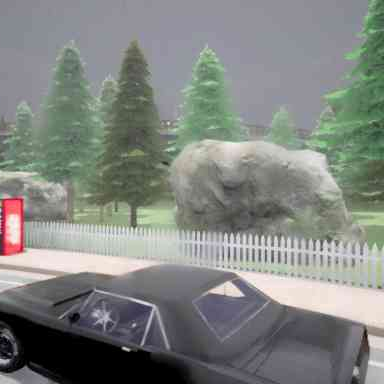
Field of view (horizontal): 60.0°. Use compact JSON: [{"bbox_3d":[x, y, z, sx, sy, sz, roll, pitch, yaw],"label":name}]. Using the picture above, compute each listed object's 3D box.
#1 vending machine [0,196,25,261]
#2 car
[{"bbox_3d":[-6.510,1.195,11.400,0.880,2.100,1.100,0,0,21],"label":"vending machine"},{"bbox_3d":[-0.559,1.601,4.045,4.718,1.301,1.895,0,0,32],"label":"car"}]
